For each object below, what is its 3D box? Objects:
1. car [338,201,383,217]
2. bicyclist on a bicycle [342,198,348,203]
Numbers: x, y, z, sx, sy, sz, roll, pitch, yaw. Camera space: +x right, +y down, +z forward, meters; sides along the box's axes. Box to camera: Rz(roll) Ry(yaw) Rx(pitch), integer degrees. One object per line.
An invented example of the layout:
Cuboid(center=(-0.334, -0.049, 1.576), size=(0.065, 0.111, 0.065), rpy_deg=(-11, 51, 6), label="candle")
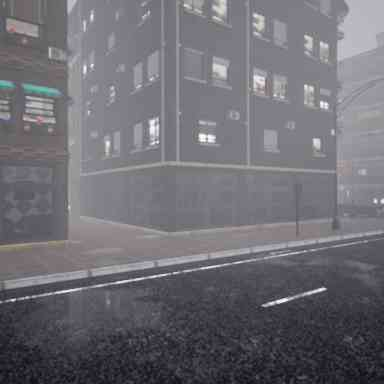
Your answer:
Cuboid(center=(17.184, 1.705, 34.160), size=(2.128, 1.511, 4.902), rpy_deg=(0, 0, -36), label="car")
Cuboid(center=(20.459, 1.566, 44.475), size=(1.656, 1.620, 0.582), rpy_deg=(-1, 0, -36), label="bicyclist on a bicycle")
